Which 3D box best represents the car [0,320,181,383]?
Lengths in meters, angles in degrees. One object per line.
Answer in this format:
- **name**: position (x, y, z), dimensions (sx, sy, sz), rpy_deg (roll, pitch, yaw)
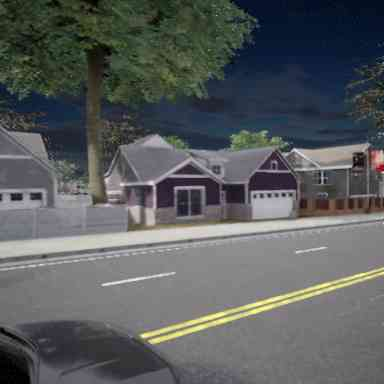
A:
- **car**: position (-2.272, 1.505, 1.816), dimensions (4.892, 1.490, 1.837), rpy_deg (0, 0, -36)
